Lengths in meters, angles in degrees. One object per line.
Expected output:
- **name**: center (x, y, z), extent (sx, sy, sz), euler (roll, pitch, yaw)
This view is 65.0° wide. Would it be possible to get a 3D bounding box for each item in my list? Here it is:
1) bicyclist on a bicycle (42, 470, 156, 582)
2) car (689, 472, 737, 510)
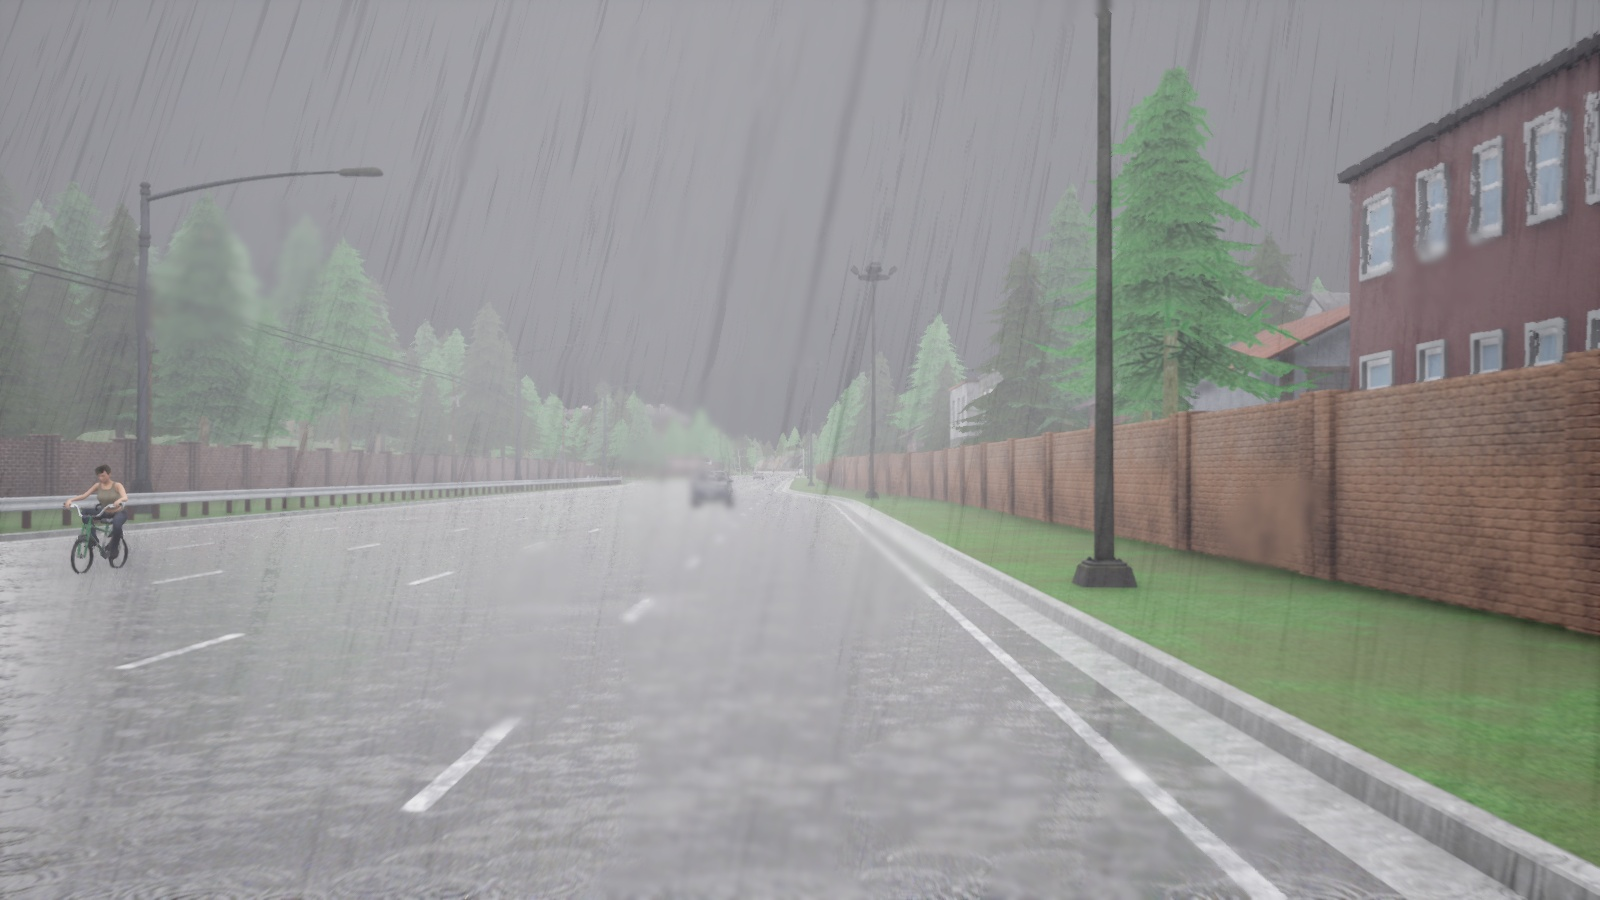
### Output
- **bicyclist on a bicycle**: center (-10.542, 1.110, 18.942), extent (0.866, 1.612, 1.509), euler (0, -1, 0)
- **car**: center (-3.629, 1.692, 52.827), extent (1.789, 1.549, 3.705), euler (0, -1, 0)
